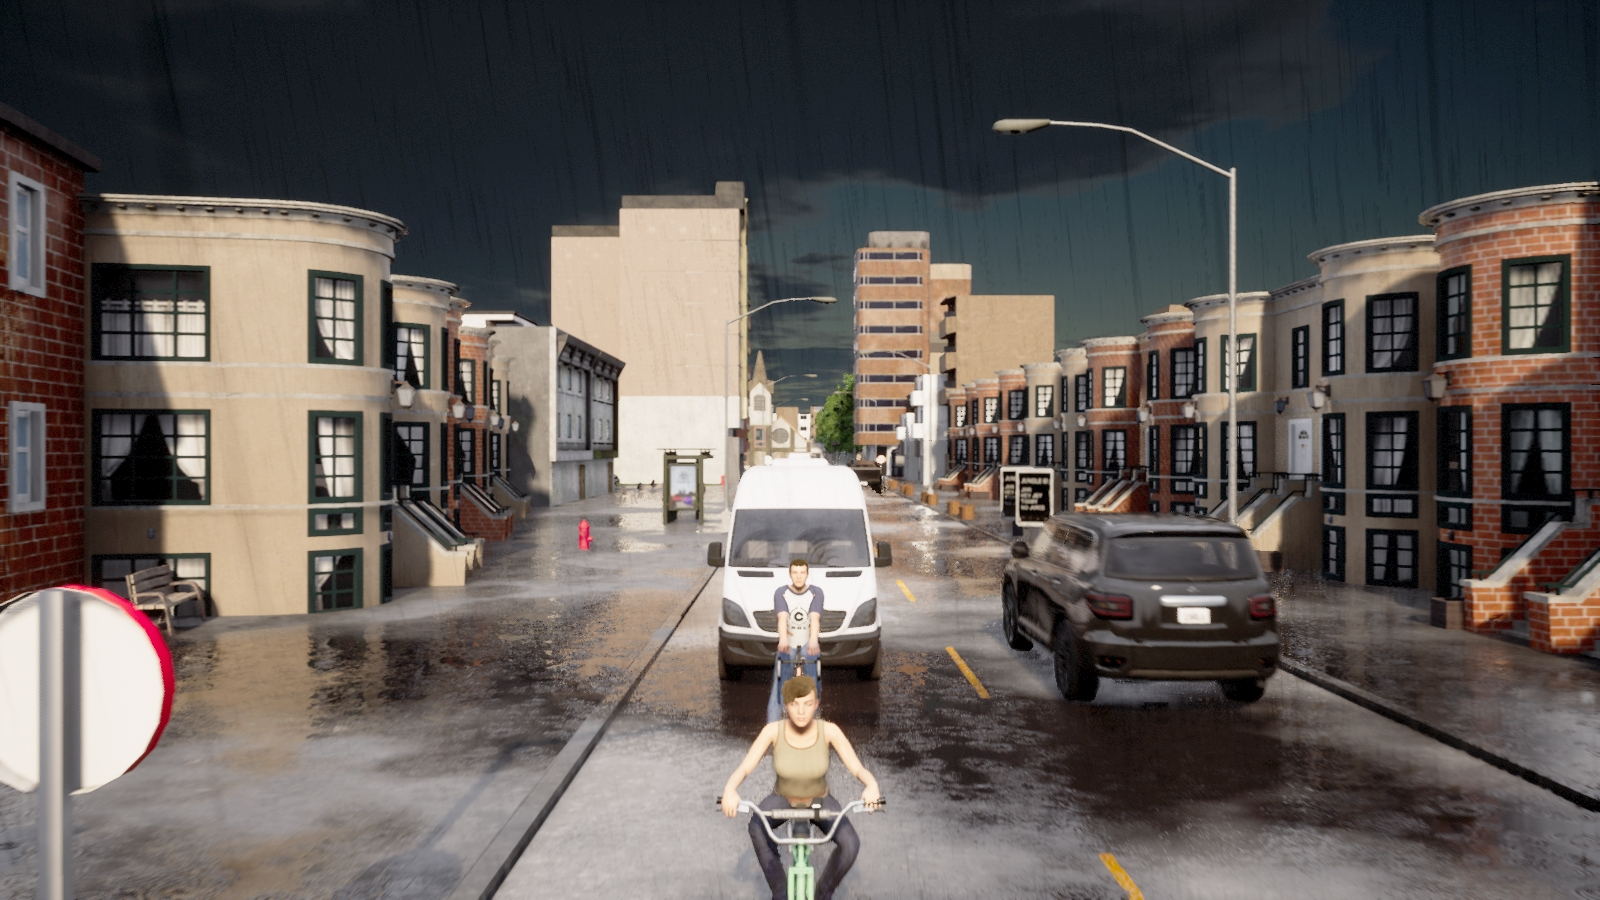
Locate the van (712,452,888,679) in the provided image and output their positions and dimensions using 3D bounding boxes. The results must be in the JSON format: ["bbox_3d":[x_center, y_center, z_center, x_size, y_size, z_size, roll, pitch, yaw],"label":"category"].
[{"bbox_3d":[0.000,1.307,15.884,1.988,2.561,5.915,0,0,0],"label":"van"}]

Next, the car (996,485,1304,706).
[{"bbox_3d":[3.996,1.553,14.274,2.150,2.045,5.566,0,0,0],"label":"car"}]

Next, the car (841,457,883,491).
[{"bbox_3d":[3.970,1.501,74.086,2.390,2.098,6.274,0,0,0],"label":"car"}]
